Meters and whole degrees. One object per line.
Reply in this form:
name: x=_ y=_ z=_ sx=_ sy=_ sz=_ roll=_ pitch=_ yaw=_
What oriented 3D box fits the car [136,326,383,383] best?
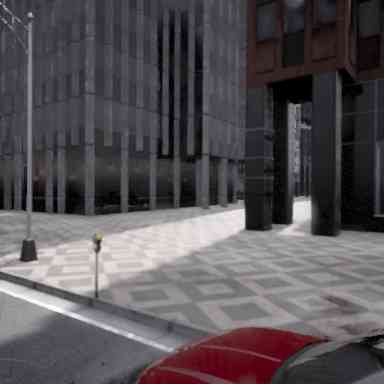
car: x=1.586 y=1.546 z=1.842 sx=4.507 sy=1.381 sz=1.887 roll=0 pitch=0 yaw=36
